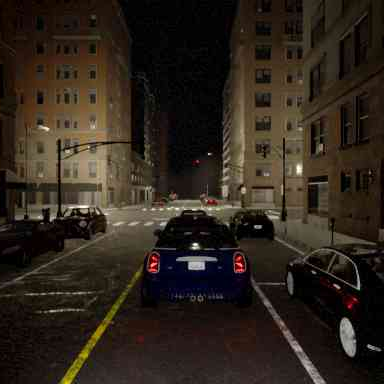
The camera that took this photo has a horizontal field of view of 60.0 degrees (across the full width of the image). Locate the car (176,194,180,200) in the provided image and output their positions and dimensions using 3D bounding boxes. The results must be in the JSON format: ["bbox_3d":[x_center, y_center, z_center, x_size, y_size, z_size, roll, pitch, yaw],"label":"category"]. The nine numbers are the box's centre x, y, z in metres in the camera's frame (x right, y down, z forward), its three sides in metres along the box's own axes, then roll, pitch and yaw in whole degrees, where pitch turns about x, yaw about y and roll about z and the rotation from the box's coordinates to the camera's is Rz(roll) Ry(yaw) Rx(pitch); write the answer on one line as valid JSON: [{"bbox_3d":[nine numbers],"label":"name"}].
[{"bbox_3d":[-5.347,1.458,91.627,2.192,1.841,5.009,0,0,0],"label":"car"}]

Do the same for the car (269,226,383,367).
[{"bbox_3d":[2.867,1.551,5.641,2.008,1.369,4.403,0,0,0],"label":"car"}]

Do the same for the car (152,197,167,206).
[{"bbox_3d":[-5.507,1.618,53.767,1.802,1.307,4.206,0,0,0],"label":"car"}]

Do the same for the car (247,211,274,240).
[{"bbox_3d":[2.894,1.567,16.644,1.947,1.339,4.313,0,0,0],"label":"car"}]

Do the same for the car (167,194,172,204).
[{"bbox_3d":[-5.460,1.607,64.584,2.008,1.369,4.403,0,0,0],"label":"car"}]

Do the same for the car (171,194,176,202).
[{"bbox_3d":[-5.393,1.627,80.640,1.752,1.417,4.829,0,0,0],"label":"car"}]

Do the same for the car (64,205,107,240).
[{"bbox_3d":[-5.631,1.441,16.665,1.967,1.590,4.097,0,0,0],"label":"car"}]

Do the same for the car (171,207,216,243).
[{"bbox_3d":[0.084,1.565,16.714,1.994,1.385,4.181,0,0,0],"label":"car"}]

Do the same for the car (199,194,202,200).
[{"bbox_3d":[3.109,1.525,75.369,1.967,1.590,4.097,0,0,0],"label":"car"}]

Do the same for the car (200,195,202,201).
[{"bbox_3d":[3.065,1.607,64.551,2.008,1.369,4.403,0,0,0],"label":"car"}]

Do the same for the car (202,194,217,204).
[{"bbox_3d":[3.018,1.476,53.734,1.967,1.590,4.097,0,0,0],"label":"car"}]

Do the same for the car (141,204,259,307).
[{"bbox_3d":[0.097,1.352,8.131,2.097,1.767,4.553,0,0,0],"label":"car"}]

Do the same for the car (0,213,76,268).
[{"bbox_3d":[-5.645,1.582,11.163,1.802,1.307,4.206,0,0,0],"label":"car"}]
